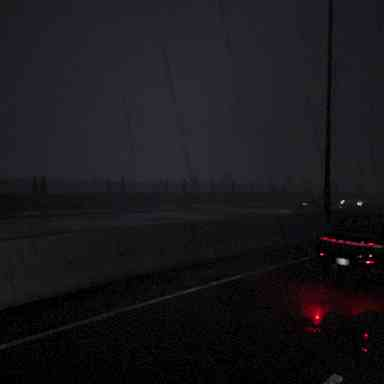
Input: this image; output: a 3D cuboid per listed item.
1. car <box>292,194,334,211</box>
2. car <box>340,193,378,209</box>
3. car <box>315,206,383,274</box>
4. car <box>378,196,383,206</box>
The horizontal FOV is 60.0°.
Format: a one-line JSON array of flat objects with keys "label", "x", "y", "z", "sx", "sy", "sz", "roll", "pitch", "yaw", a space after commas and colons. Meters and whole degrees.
[{"label": "car", "x": 11.600, "y": 0.991, "z": 31.699, "sx": 4.892, "sy": 1.490, "sz": 1.837, "roll": 0, "pitch": 1, "yaw": -35}, {"label": "car", "x": 15.407, "y": 0.913, "z": 30.102, "sx": 4.553, "sy": 1.767, "sz": 2.097, "roll": 0, "pitch": 1, "yaw": -35}, {"label": "car", "x": 5.277, "y": 1.359, "z": 9.167, "sx": 4.902, "sy": 1.511, "sz": 2.128, "roll": 0, "pitch": 1, "yaw": -41}, {"label": "car", "x": 18.227, "y": 0.863, "z": 27.810, "sx": 5.566, "sy": 2.045, "sz": 2.150, "roll": 0, "pitch": 1, "yaw": -35}]
